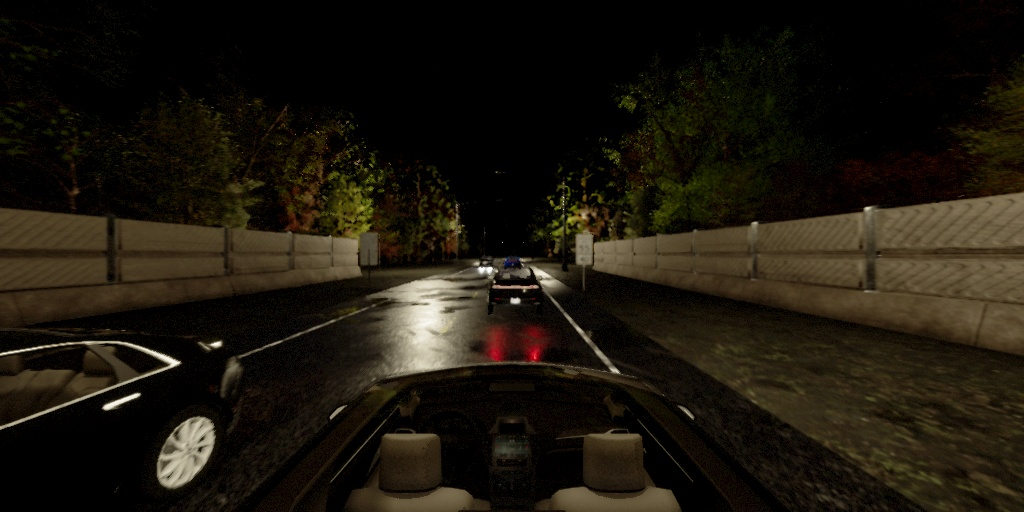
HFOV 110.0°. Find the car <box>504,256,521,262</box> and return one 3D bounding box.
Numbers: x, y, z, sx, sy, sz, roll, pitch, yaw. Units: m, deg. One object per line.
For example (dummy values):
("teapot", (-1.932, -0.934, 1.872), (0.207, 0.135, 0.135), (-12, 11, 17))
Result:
("car", (0.087, 0.796, 44.049), (1.882, 1.535, 5.008), (0, 1, 0))

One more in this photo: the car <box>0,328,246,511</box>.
("car", (-3.601, 1.255, 1.600), (1.837, 1.490, 4.892), (0, 0, 0))

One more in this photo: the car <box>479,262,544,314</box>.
("car", (0.102, 1.132, 13.245), (2.128, 1.511, 4.902), (0, 1, 0))

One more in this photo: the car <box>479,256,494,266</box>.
("car", (-3.557, 0.734, 50.341), (2.128, 1.511, 4.902), (0, 1, 0))
